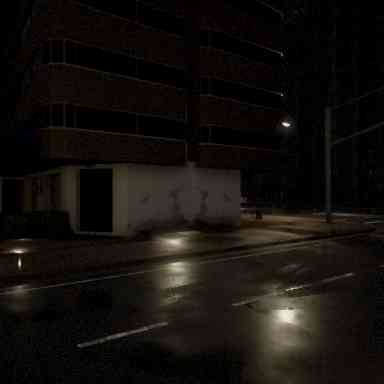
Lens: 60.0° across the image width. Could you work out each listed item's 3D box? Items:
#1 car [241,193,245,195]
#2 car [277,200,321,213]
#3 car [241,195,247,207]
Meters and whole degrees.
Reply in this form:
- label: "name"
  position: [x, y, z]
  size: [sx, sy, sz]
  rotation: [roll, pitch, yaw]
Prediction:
- label: "car"
  position: [6.159, 1.222, 51.964]
  size: [2.150, 2.045, 5.566]
  rotation: [0, 0, -36]
- label: "car"
  position: [12.021, 1.601, 37.578]
  size: [1.895, 1.301, 4.718]
  rotation: [0, 0, -36]
- label: "car"
  position: [4.978, 1.547, 47.324]
  size: [2.033, 1.411, 5.357]
  rotation: [0, 0, -36]
